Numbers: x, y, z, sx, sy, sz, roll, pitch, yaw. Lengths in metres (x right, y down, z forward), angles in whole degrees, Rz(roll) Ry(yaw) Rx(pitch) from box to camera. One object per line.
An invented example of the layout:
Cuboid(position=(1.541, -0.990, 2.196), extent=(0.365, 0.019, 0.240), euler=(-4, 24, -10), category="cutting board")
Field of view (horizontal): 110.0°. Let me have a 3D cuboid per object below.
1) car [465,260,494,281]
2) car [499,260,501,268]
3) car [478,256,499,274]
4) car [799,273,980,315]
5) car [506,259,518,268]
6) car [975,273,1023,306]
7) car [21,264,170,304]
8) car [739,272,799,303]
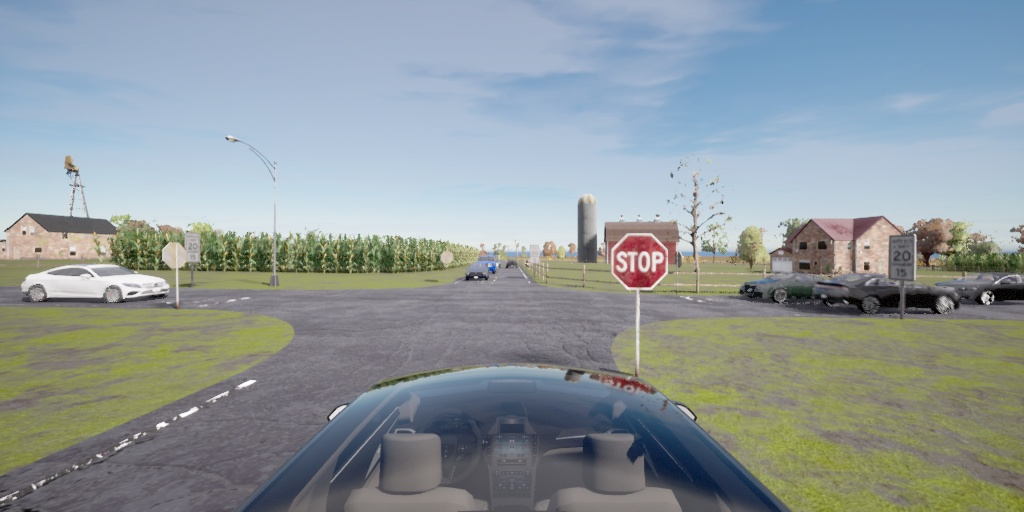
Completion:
Cuboid(position=(-2.888, 1.301, 30.952), extent=(2.033, 1.411, 5.357), euler=(0, 0, -1), category="car")
Cuboid(position=(-2.938, 1.295, 50.904), extent=(1.812, 1.442, 4.674), euler=(0, 0, 0), category="car")
Cuboid(position=(-2.928, 0.982, 41.133), extent=(2.150, 2.045, 5.566), euler=(0, 0, 0), category="car")
Cuboid(position=(15.110, 1.489, 14.606), extent=(4.902, 1.511, 2.128), euler=(1, 1, 0), category="car")
Cuboid(position=(-0.025, 1.286, 59.999), extent=(1.837, 1.490, 4.892), euler=(0, 0, 0), category="car")
Cuboid(position=(23.640, 1.573, 17.600), extent=(4.902, 1.511, 2.128), euler=(1, 1, 0), category="car")
Cuboid(position=(-16.635, 1.068, 14.419), extent=(4.674, 1.442, 1.812), euler=(1, 1, 0), category="car")
Cuboid(position=(13.596, 1.508, 17.550), extent=(4.181, 1.385, 1.994), euler=(1, 1, -2), category="car")
